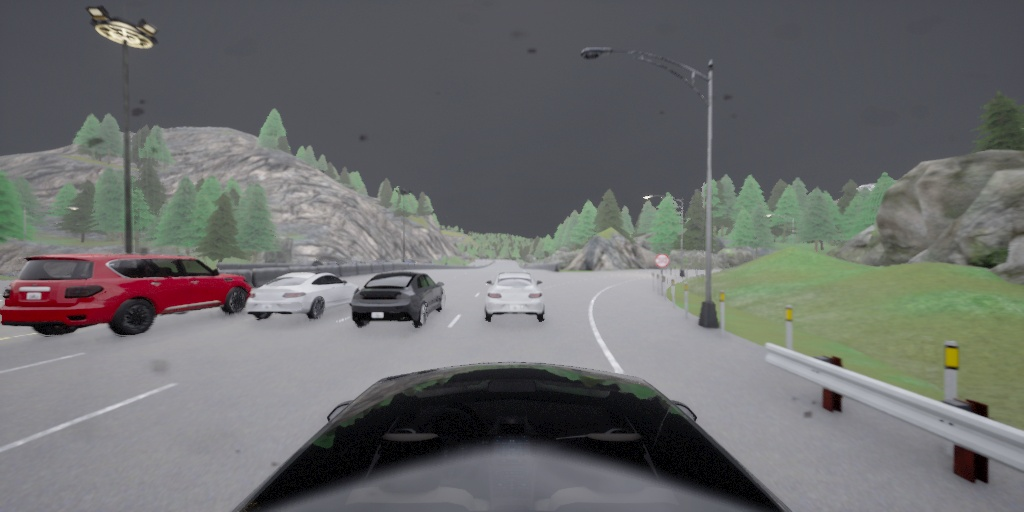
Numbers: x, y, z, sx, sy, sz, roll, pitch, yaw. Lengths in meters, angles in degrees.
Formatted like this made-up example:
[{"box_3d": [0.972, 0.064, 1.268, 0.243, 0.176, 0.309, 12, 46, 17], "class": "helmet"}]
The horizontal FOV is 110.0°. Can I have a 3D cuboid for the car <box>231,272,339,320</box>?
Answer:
[{"box_3d": [-6.919, 1.271, 12.422, 1.812, 1.442, 4.674, 0, 0, 0], "class": "car"}]

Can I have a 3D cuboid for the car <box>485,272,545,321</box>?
[{"box_3d": [0.082, 1.282, 12.425, 1.812, 1.442, 4.674, 0, 0, 0], "class": "car"}]

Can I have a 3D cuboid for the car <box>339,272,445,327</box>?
[{"box_3d": [-3.416, 1.255, 11.535, 1.837, 1.490, 4.892, 0, 0, 0], "class": "car"}]

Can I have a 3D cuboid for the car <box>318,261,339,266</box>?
[{"box_3d": [-28.124, 1.527, 56.637, 1.994, 1.385, 4.181, 0, -2, 1], "class": "car"}]

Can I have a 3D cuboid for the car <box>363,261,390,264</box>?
[{"box_3d": [-21.134, 1.468, 56.688, 2.128, 1.511, 4.902, 0, -1, 1], "class": "car"}]

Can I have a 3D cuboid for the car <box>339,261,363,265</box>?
[{"box_3d": [-24.631, 1.465, 56.657, 2.128, 1.511, 4.902, 0, -1, 1], "class": "car"}]

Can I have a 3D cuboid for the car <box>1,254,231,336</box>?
[{"box_3d": [-10.417, 0.969, 10.493, 2.150, 2.045, 5.566, 0, 0, 0], "class": "car"}]

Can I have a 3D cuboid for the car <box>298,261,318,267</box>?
[{"box_3d": [-31.616, 1.452, 56.553, 1.837, 1.490, 4.892, 0, -1, 1], "class": "car"}]
